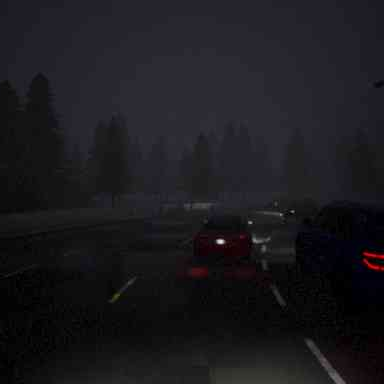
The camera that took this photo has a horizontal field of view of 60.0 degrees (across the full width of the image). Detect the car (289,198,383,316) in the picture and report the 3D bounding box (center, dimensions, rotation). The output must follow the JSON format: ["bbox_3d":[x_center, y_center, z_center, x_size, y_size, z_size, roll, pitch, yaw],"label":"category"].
[{"bbox_3d":[3.941,1.237,7.563,2.150,2.045,5.566,0,0,5],"label":"car"}]

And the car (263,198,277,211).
[{"bbox_3d":[10.705,1.417,40.105,4.553,1.767,2.097,0,0,-37],"label":"car"}]

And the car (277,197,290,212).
[{"bbox_3d":[11.866,1.411,36.621,4.553,1.767,2.097,0,0,-38],"label":"car"}]

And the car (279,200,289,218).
[{"bbox_3d":[9.738,1.612,29.451,1.994,1.385,4.181,0,0,40],"label":"car"}]

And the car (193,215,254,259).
[{"bbox_3d":[1.335,1.586,12.783,1.994,1.385,4.181,0,0,12],"label":"car"}]

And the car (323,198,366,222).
[{"bbox_3d":[12.764,1.397,27.618,2.097,1.767,4.553,0,0,40],"label":"car"}]
